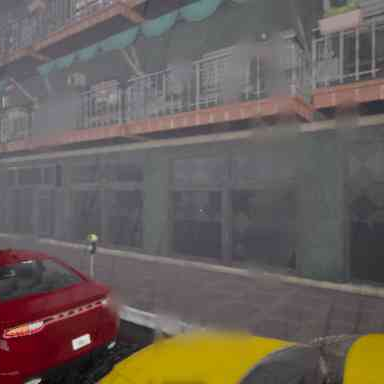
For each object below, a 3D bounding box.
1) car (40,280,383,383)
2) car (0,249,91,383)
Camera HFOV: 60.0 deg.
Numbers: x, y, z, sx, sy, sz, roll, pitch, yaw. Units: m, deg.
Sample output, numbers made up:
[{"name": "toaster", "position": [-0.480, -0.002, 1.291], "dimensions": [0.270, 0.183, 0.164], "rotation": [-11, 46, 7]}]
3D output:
[{"name": "car", "position": [1.298, 1.525, 1.943], "dimensions": [4.829, 1.417, 1.752], "rotation": [0, 0, 36]}, {"name": "car", "position": [-3.069, 1.565, 5.060], "dimensions": [4.507, 1.381, 1.887], "rotation": [0, 0, 36]}]
